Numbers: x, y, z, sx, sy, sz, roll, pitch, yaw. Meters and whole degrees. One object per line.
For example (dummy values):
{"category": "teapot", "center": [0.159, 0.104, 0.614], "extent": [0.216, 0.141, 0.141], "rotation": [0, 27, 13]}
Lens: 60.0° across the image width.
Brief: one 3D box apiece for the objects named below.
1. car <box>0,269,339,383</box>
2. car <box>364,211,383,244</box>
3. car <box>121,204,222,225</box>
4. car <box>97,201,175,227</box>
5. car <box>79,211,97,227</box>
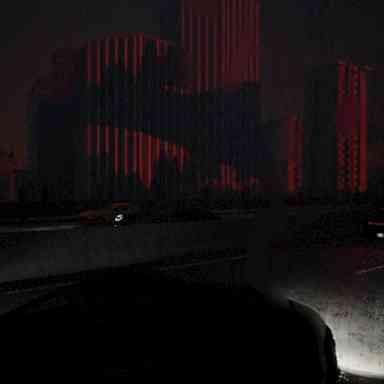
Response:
{"category": "car", "center": [-0.353, 1.565, 3.486], "extent": [4.181, 1.385, 1.994], "rotation": [0, 0, -35]}
{"category": "car", "center": [9.481, 1.500, 14.559], "extent": [4.902, 1.511, 2.128], "rotation": [0, 0, -34]}
{"category": "car", "center": [-0.679, 1.510, 16.326], "extent": [4.892, 1.490, 1.837], "rotation": [0, 0, -35]}
{"category": "car", "center": [-2.732, 1.357, 19.156], "extent": [4.553, 1.767, 2.097], "rotation": [0, 0, -35]}
{"category": "car", "center": [-4.855, 1.483, 21.946], "extent": [5.008, 1.535, 1.882], "rotation": [0, 0, -35]}
